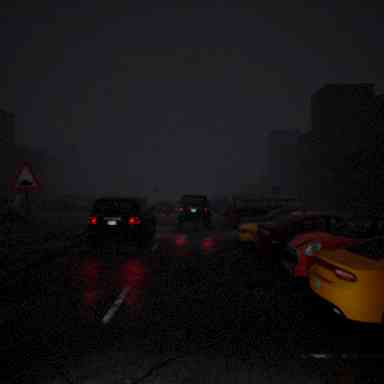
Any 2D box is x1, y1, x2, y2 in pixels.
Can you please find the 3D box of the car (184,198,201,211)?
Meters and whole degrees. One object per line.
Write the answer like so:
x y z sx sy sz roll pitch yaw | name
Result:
0.058 1.544 41.760 2.033 1.411 5.357 0 0 0 | car

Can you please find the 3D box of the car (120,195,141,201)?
-15.609 1.504 84.434 4.792 1.488 2.163 0 0 0 | car

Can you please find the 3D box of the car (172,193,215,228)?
0.088 1.208 22.123 2.150 2.045 5.566 1 -1 0 | car

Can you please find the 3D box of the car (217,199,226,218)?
4.677 1.484 25.380 4.892 1.521 2.231 0 0 0 | car

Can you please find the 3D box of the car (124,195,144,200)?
-15.667 1.519 89.950 4.792 1.488 2.163 0 0 0 | car

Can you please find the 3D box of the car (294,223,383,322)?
4.699 1.479 5.922 5.008 1.535 2.097 0 0 0 | car

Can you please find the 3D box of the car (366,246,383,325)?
4.712 1.480 3.145 4.892 1.521 2.231 0 0 0 | car

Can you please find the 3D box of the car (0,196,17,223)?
-15.576 1.393 23.889 4.553 1.767 2.185 0 0 0 | car

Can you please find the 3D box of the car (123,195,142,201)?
-15.635 1.522 87.156 4.674 1.452 2.002 0 0 0 | car

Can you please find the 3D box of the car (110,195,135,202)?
-15.824 1.457 76.158 5.366 1.575 1.946 0 0 0 | car

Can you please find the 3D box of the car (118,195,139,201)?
-15.609 1.498 81.679 4.792 1.488 2.163 0 0 0 | car

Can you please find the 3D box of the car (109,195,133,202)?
-15.663 1.488 73.402 4.792 1.488 2.163 0 0 0 | car

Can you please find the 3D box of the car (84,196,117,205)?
-15.599 1.472 56.860 5.008 1.535 2.097 0 0 0 | car

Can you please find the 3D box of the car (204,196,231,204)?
4.658 1.489 61.503 4.792 1.488 2.163 0 0 0 | car

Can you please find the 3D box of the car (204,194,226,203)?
4.737 1.335 69.876 4.553 1.767 2.185 0 0 0 | car

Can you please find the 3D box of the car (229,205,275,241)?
4.509 1.478 14.261 5.366 1.575 1.946 0 0 0 | car

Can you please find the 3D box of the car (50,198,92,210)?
-15.582 1.544 43.071 4.674 1.452 2.002 0 0 0 | car

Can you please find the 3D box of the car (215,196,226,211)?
4.643 1.510 36.498 4.792 1.488 2.163 0 0 0 | car

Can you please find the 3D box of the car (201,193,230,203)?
4.727 1.208 67.063 5.566 2.045 2.435 0 0 0 | car

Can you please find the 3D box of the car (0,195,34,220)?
-15.578 1.268 26.525 5.566 2.045 2.435 0 0 0 | car

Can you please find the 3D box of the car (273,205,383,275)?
4.731 1.353 8.704 4.553 1.767 2.185 0 0 0 | car

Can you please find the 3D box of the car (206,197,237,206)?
4.699 1.496 53.168 4.792 1.488 2.163 0 0 0 | car

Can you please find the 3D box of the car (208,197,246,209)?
4.669 1.474 44.837 5.008 1.535 2.097 0 0 0 | car

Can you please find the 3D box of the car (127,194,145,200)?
-15.606 1.374 92.707 4.553 1.767 2.185 0 0 0 | car

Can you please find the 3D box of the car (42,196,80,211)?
-15.545 1.538 40.313 4.792 1.488 2.163 0 0 0 | car

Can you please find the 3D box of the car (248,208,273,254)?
4.692 1.480 11.482 5.008 1.535 2.097 0 0 0 | car

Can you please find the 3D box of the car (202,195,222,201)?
4.757 1.504 81.082 4.792 1.488 2.163 0 0 0 | car

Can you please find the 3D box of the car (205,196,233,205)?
4.652 1.491 58.725 4.792 1.488 2.163 0 0 0 | car

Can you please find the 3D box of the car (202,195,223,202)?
4.729 1.471 78.302 4.892 1.521 2.231 0 0 0 | car

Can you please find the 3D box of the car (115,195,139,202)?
-15.454 1.461 78.921 5.366 1.575 1.946 0 0 0 | car

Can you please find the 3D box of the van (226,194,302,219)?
4.803 1.257 22.600 4.442 1.987 1.878 0 0 0 | van

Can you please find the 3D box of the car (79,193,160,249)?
-2.915 1.223 14.800 2.150 2.045 5.566 0 0 0 | car

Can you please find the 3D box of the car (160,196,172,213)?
-2.939 1.478 36.546 1.882 1.535 5.008 0 0 0 | car

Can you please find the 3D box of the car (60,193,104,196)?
-15.556 1.247 45.829 5.566 2.045 2.435 0 0 0 | car

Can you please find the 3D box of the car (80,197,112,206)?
-15.597 1.519 54.103 4.674 1.452 2.002 0 0 0 | car

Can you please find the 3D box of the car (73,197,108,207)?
-15.591 1.526 51.214 4.674 1.452 2.002 0 0 0 | car
